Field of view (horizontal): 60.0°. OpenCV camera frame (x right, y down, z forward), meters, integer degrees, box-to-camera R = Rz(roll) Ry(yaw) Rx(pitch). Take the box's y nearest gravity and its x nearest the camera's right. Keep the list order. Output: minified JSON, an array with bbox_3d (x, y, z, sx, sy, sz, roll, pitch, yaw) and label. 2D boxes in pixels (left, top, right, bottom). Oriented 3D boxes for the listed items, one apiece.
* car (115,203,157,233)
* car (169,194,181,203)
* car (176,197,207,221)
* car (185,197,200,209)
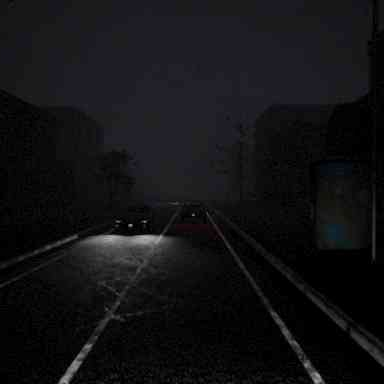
[{"bbox_3d":[-3.108,1.425,19.206,1.837,1.490,4.892,0,0,0],"label":"car"},{"bbox_3d":[-3.060,1.177,61.726,2.097,1.767,4.553,0,-1,1],"label":"car"},{"bbox_3d":[0.089,1.377,25.542,2.128,1.511,4.902,0,0,0],"label":"car"},{"bbox_3d":[0.081,1.395,42.990,1.895,1.301,4.718,0,0,0],"label":"car"}]
